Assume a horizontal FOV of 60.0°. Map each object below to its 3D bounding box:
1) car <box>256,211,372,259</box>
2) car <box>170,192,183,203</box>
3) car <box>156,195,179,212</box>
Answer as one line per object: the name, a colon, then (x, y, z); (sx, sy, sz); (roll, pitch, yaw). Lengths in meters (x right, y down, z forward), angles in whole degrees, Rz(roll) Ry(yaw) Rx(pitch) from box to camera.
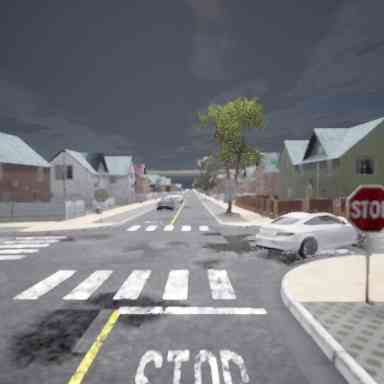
car: (4.489, 1.431, 12.226); (4.674, 1.442, 1.812); (-2, 0, -29)
car: (-2.804, 0.967, 60.909); (2.150, 2.045, 5.566); (0, 0, 0)
car: (-2.875, 1.390, 37.178); (2.033, 1.411, 5.357); (0, 0, 0)
